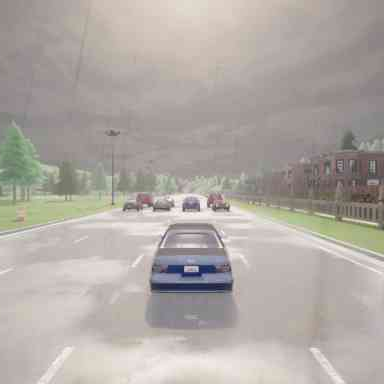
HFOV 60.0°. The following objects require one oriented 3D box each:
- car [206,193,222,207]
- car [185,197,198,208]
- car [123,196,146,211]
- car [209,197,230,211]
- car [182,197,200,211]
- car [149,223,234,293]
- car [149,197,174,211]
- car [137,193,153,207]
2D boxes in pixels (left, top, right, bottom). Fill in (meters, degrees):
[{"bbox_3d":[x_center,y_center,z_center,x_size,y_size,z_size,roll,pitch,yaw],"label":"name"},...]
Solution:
[{"bbox_3d":[3.403,1.221,50.044,2.150,2.045,5.566,0,0,0],"label":"car"},{"bbox_3d":[-0.097,1.505,50.008,1.837,1.490,4.892,0,0,0],"label":"car"},{"bbox_3d":[-7.078,1.526,39.991,1.812,1.442,4.674,0,0,0],"label":"car"},{"bbox_3d":[3.422,1.601,40.041,1.895,1.301,4.718,0,0,0],"label":"car"},{"bbox_3d":[-0.078,1.352,39.974,2.097,1.767,4.553,0,0,0],"label":"car"},{"bbox_3d":[-0.018,1.548,8.975,2.033,1.411,5.357,0,0,0],"label":"car"},{"bbox_3d":[-3.578,1.564,39.998,1.994,1.385,4.181,0,0,0],"label":"car"},{"bbox_3d":[-7.097,1.221,50.024,2.150,2.045,5.566,0,0,0],"label":"car"}]
